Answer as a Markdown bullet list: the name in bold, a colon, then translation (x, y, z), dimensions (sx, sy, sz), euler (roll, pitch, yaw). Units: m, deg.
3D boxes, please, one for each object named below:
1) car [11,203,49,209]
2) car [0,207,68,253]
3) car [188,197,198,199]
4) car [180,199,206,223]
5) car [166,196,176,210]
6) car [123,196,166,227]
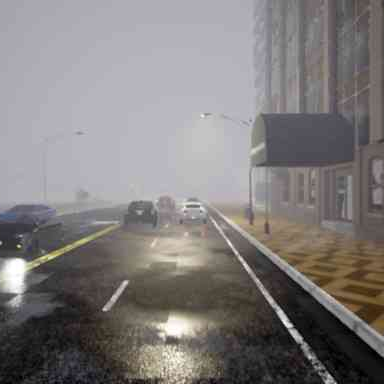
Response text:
- **car**: translation (-9.815, 1.431, 19.920), dimensions (1.882, 1.535, 5.008), euler (0, 0, 0)
- **car**: translation (-6.590, 1.532, 13.297), dimensions (1.994, 1.385, 4.181), euler (0, 0, 0)
- **car**: translation (0.085, 1.420, 42.425), dimensions (1.812, 1.442, 4.674), euler (0, 0, 0)
- **car**: translation (0.076, 1.465, 24.617), dimensions (1.812, 1.442, 4.674), euler (0, 0, 0)
- **car**: translation (-3.166, 1.249, 41.277), dimensions (2.097, 1.767, 4.553), euler (0, 0, 0)
- **car**: translation (-3.171, 1.297, 22.294), dimensions (2.097, 1.767, 4.553), euler (0, 0, 0)
